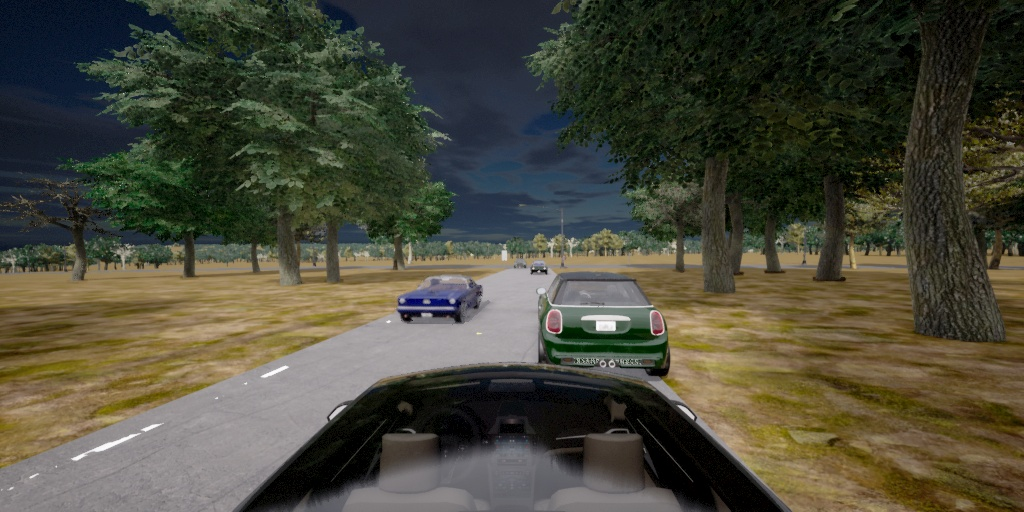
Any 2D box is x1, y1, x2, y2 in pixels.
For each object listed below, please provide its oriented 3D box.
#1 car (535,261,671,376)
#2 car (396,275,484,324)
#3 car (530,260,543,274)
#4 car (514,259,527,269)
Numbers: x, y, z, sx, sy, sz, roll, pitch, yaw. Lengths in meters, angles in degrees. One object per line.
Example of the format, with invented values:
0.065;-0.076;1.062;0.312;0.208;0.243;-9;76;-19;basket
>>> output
1.599;1.096;7.632;2.097;1.767;4.553;0;0;4;car
-2.224;1.344;12.197;1.895;1.301;4.718;0;0;4;car
3.091;1.391;40.932;1.895;1.301;4.718;0;0;5;car
1.429;1.238;60.317;2.097;1.767;4.553;0;0;4;car
